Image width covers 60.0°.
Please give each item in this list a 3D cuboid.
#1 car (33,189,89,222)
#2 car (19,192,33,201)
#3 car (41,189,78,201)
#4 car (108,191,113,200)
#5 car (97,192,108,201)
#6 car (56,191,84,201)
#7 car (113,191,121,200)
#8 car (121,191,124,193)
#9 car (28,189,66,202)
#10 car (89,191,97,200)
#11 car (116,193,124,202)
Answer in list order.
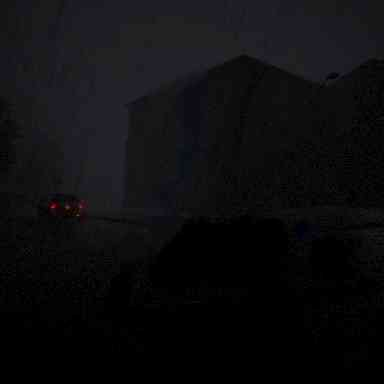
[{"bbox_3d":[-8.593,0.864,21.546,2.097,1.767,4.553,2,1,-34],"label":"car"},{"bbox_3d":[-25.940,0.777,54.767,4.892,1.521,2.231,1,0,-2],"label":"car"},{"bbox_3d":[-24.015,0.609,60.413,5.566,2.045,2.435,1,-1,-1],"label":"car"},{"bbox_3d":[-20.097,0.856,71.634,4.553,1.767,2.185,1,0,-1],"label":"car"},{"bbox_3d":[-21.094,0.713,68.837,5.566,2.045,2.435,1,0,-1],"label":"car"},{"bbox_3d":[-23.116,0.775,63.217,4.553,1.767,2.185,1,-1,-1],"label":"car"},{"bbox_3d":[-19.150,1.016,74.428,4.792,1.488,2.163,1,1,0],"label":"car"},{"bbox_3d":[-18.123,0.732,77.219,5.566,2.045,2.435,1,1,0],"label":"car"},{"bbox_3d":[-25.024,0.566,57.585,5.566,2.045,2.435,1,0,-2],"label":"car"},{"bbox_3d":[-22.302,0.930,66.011,5.366,1.575,1.946,1,0,-1],"label":"car"},{"bbox_3d":[-12.271,1.372,65.058,1.994,1.385,4.181,2,0,19],"label":"car"}]
